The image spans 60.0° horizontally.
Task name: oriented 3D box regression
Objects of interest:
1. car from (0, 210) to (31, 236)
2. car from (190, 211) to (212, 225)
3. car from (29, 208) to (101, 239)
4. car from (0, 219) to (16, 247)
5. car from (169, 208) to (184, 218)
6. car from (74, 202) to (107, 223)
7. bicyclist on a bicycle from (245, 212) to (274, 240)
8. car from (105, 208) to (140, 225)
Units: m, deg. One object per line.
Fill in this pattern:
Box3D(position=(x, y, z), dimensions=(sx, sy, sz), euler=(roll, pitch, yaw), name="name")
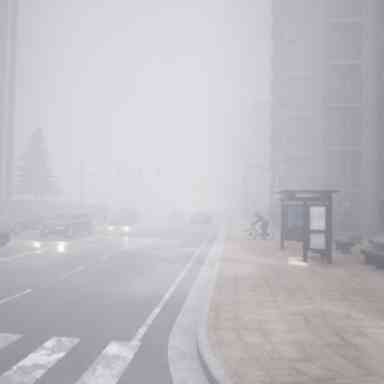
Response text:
Box3D(position=(-11.333, 1.990, 22.075), dimensions=(2.128, 1.511, 4.902), euler=(1, -2, 7), name="car")
Box3D(position=(0.999, 2.656, 34.767), dimensions=(1.994, 1.385, 4.181), euler=(1, -2, 7), name="car")
Box3D(position=(-7.904, 2.043, 21.285), dimensions=(1.837, 1.490, 4.892), euler=(1, -2, 7), name="car")
Box3D(position=(-9.021, 1.856, 12.240), dimensions=(1.895, 1.301, 4.718), euler=(1, -2, 7), name="car")
Box3D(position=(-2.142, 2.946, 46.726), dimensions=(1.994, 1.385, 4.181), euler=(1, -2, -5), name="car")
Box3D(position=(-10.011, 2.048, 32.577), dimensions=(2.150, 2.045, 5.566), euler=(1, -2, 8), name="car")
Box3D(position=(3.918, 1.996, 19.275), dimensions=(1.656, 1.620, 0.582), euler=(1, -2, 7), name="bicyclist on a bicycle")
Box3D(position=(-6.479, 2.394, 32.644), dimensions=(1.837, 1.490, 4.892), euler=(1, -1, 7), name="car")
